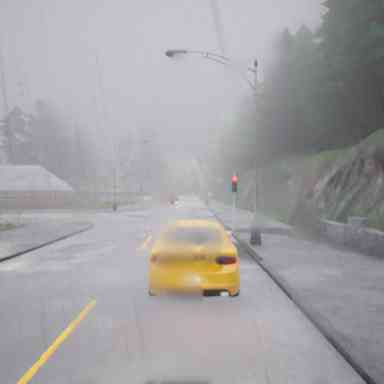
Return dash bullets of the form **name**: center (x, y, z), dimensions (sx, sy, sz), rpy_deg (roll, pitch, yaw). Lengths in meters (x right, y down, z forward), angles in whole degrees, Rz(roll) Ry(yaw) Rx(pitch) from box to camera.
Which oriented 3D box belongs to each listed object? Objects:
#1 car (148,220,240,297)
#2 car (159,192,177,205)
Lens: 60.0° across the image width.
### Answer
- **car**: center (0.056, 1.454, 8.568), dimensions (1.882, 1.535, 5.008), rpy_deg (0, 0, 1)
- **car**: center (-4.056, 1.074, 53.961), dimensions (2.150, 2.045, 5.566), rpy_deg (0, 0, 0)
